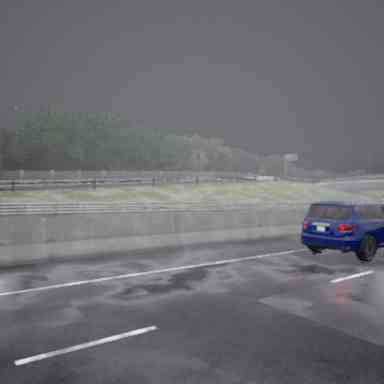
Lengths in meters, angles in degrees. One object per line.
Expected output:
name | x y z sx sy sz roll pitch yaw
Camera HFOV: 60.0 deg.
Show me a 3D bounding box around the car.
car | 6.572 1.360 12.854 5.566 2.045 2.150 0 0 -35
